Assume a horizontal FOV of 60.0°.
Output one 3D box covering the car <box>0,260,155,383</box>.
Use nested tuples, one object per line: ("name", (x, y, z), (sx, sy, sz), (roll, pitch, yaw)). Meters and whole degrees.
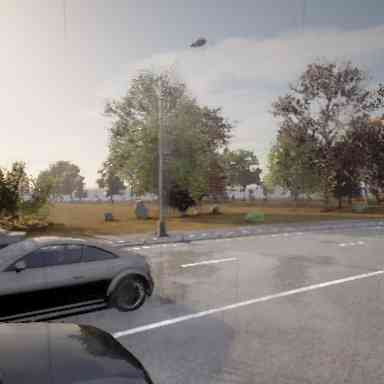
("car", (-2.222, 1.553, 2.021), (4.181, 1.385, 1.994), (0, 0, -36))

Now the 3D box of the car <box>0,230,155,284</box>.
("car", (-2.803, 1.538, 6.121), (4.181, 1.385, 1.994), (0, 0, -34))

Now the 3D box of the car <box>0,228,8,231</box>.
("car", (-6.523, 1.470, 7.776), (4.892, 1.490, 1.837), (0, 0, -35))
